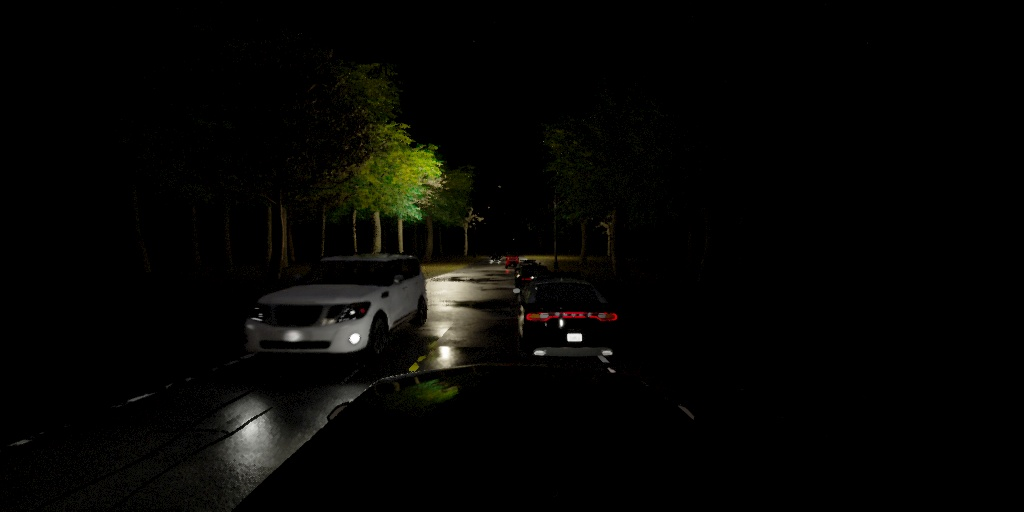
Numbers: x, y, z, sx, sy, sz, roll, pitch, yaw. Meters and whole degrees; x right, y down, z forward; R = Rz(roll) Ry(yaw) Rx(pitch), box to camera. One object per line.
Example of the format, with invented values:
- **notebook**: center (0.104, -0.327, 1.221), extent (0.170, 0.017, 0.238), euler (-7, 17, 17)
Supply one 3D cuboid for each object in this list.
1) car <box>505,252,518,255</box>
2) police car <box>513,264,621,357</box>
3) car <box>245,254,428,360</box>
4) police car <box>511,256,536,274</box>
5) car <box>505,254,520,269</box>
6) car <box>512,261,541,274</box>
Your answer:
- **car**: center (0.064, 0.290, 60.129), extent (2.150, 2.045, 5.566), euler (0, 2, 0)
- **police car**: center (1.060, 1.166, 8.634), extent (1.930, 1.638, 5.238), euler (0, 0, 0)
- **car**: center (-3.592, 0.963, 8.659), extent (2.150, 2.045, 5.566), euler (0, 0, 0)
- **police car**: center (1.077, 1.068, 24.634), extent (1.930, 1.638, 5.238), euler (0, 0, 0)
- **car**: center (0.082, 0.899, 47.243), extent (1.812, 1.442, 4.674), euler (0, 1, 1)
- **car**: center (1.070, 1.199, 18.523), extent (1.837, 1.490, 4.892), euler (0, 0, 0)
